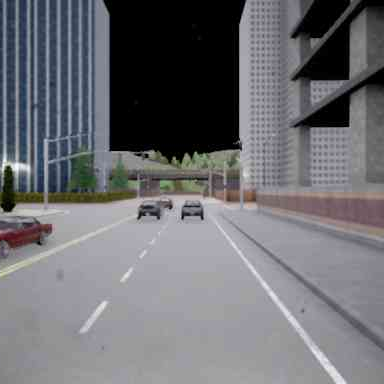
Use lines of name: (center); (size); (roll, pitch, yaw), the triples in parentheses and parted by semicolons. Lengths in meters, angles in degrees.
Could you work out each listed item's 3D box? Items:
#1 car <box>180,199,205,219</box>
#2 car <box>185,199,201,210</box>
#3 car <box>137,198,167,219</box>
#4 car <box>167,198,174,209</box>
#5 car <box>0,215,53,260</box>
car: (0.057, 1.451, 28.239); (2.128, 1.511, 4.902); (0, 0, 1)
car: (0.076, 1.540, 42.129); (1.895, 1.301, 4.718); (0, 0, 0)
car: (-3.441, 1.464, 28.243); (1.837, 1.490, 4.892); (0, 0, 0)
car: (-3.424, 1.463, 43.238); (1.812, 1.442, 4.674); (0, 0, 0)
car: (-7.087, 1.583, 12.525); (1.895, 1.301, 4.718); (0, 0, 0)
